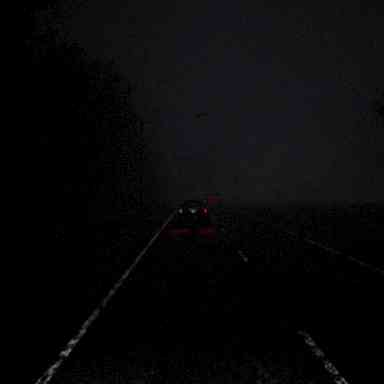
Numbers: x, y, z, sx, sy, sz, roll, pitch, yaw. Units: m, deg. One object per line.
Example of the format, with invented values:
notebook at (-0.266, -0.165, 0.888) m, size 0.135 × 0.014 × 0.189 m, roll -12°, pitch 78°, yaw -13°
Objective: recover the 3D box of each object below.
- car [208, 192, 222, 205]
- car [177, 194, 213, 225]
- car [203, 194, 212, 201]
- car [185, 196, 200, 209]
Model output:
car at (3.547, 0.946, 53.877) m, size 2.150 × 2.045 × 5.566 m, roll 0°, pitch 0°, yaw 0°
car at (0.075, 1.233, 22.965) m, size 2.097 × 1.767 × 4.553 m, roll 0°, pitch 0°, yaw 0°
car at (3.427, 1.151, 73.549) m, size 1.812 × 1.442 × 4.674 m, roll 0°, pitch 0°, yaw 0°
car at (0.054, 1.285, 42.864) m, size 1.837 × 1.490 × 4.892 m, roll 0°, pitch 0°, yaw 0°
